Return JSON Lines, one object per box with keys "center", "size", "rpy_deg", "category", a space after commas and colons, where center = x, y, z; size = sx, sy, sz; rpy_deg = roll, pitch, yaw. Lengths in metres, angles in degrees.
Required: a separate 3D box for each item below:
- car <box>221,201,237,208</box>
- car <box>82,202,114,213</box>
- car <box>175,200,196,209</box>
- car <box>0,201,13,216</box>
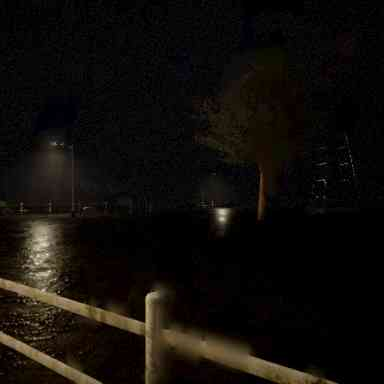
{"center": [7.718, 2.626, 69.445], "size": [1.994, 1.385, 4.181], "rpy_deg": [-2, -2, 36], "category": "car"}
{"center": [-13.137, 2.108, 46.719], "size": [2.128, 1.511, 4.902], "rpy_deg": [-2, -2, 35], "category": "car"}
{"center": [-1.230, 2.322, 63.175], "size": [2.097, 1.767, 4.553], "rpy_deg": [-2, -2, 36], "category": "car"}
{"center": [-21.555, 1.731, 34.985], "size": [2.097, 1.767, 4.553], "rpy_deg": [-2, -2, 36], "category": "car"}
